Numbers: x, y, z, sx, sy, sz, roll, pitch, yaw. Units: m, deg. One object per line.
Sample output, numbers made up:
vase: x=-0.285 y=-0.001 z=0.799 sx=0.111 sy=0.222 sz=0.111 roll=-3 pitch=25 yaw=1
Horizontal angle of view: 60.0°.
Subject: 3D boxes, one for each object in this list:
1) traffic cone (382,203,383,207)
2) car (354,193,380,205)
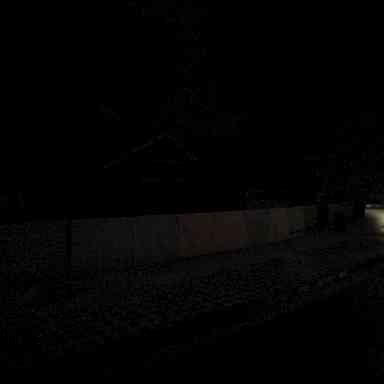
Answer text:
traffic cone: x=27.772 y=1.916 z=48.259 sx=0.340 sy=0.580 sz=0.340 roll=0 pitch=0 yaw=13
car: x=31.139 y=1.169 z=59.353 sx=2.150 sy=2.045 sz=5.566 roll=0 pitch=0 yaw=1
